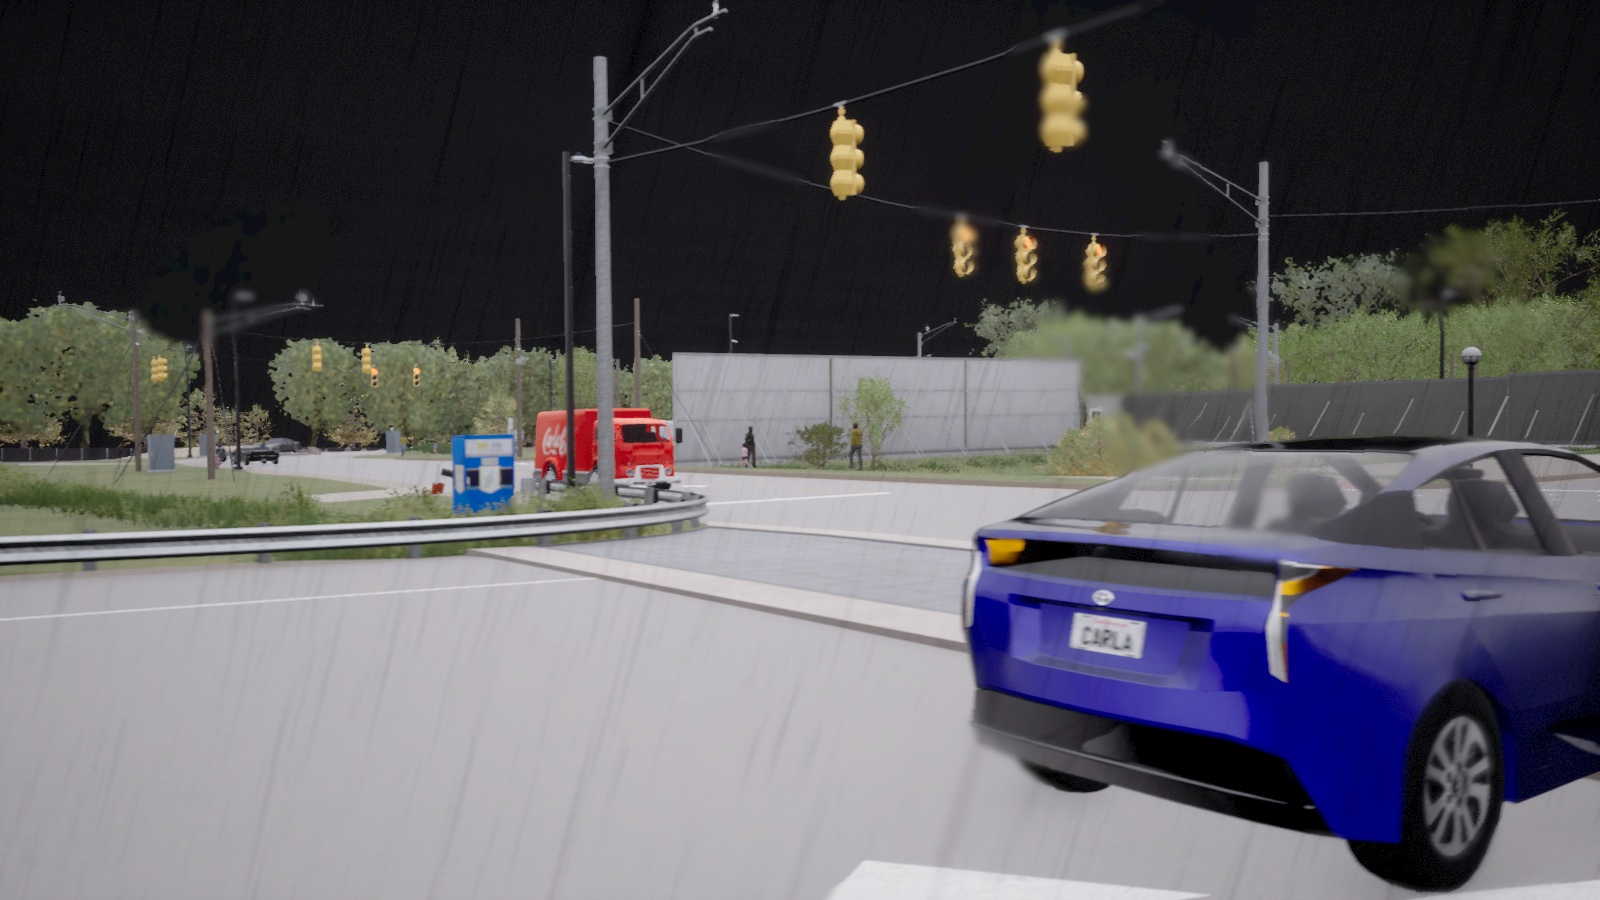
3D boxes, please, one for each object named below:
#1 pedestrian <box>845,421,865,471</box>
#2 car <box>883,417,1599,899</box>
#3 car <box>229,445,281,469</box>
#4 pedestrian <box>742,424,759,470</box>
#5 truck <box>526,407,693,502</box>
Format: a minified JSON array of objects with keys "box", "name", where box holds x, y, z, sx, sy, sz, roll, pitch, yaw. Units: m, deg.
[{"box":[2.041,-0.151,46.868,0.370,1.835,0.726,-2,2,-34],"name":"pedestrian"},{"box":[2.763,0.644,5.693,4.514,1.525,2.007,-2,1,-37],"name":"car"},{"box":[-32.525,0.378,74.853,1.895,1.301,4.718,-2,2,-35],"name":"car"},{"box":[-2.132,-0.125,53.857,0.395,1.930,0.692,-2,2,-33],"name":"pedestrian"},{"box":[-5.526,0.079,35.893,2.627,2.467,5.204,-2,1,-35],"name":"truck"}]
